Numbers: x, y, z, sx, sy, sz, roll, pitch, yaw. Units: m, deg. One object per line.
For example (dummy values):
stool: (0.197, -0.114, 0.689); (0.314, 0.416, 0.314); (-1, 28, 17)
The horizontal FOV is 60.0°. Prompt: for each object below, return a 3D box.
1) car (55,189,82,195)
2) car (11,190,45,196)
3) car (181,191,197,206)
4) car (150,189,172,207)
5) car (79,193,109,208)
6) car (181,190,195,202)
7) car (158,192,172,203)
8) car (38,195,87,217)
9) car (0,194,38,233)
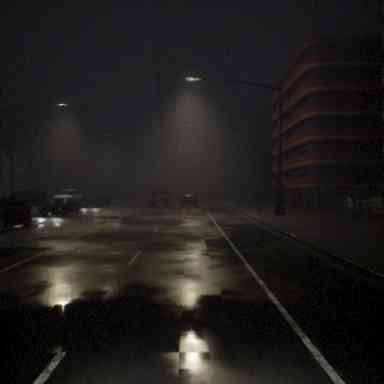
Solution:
car: (-14.519, 0.711, 39.122); (2.150, 2.045, 5.566); (0, 1, 0)
car: (-14.439, 0.888, 28.707); (2.150, 2.045, 5.566); (0, 1, -1)
car: (-0.396, 0.930, 40.843); (2.128, 1.511, 4.902); (0, 1, -1)
car: (-3.897, 0.665, 40.821); (2.150, 2.045, 5.566); (0, 1, -1)
car: (-11.012, 1.040, 38.650); (2.033, 1.411, 5.357); (0, 1, -1)
car: (-0.626, 0.633, 51.367); (2.097, 1.767, 4.553); (0, 0, -1)
car: (-4.129, 0.810, 51.631); (1.812, 1.442, 4.674); (0, 1, -1)
car: (-10.935, 1.217, 28.113); (2.033, 1.411, 5.357); (0, 1, -1)
car: (-10.816, 1.184, 18.469); (2.097, 1.767, 4.553); (0, 1, -1)
